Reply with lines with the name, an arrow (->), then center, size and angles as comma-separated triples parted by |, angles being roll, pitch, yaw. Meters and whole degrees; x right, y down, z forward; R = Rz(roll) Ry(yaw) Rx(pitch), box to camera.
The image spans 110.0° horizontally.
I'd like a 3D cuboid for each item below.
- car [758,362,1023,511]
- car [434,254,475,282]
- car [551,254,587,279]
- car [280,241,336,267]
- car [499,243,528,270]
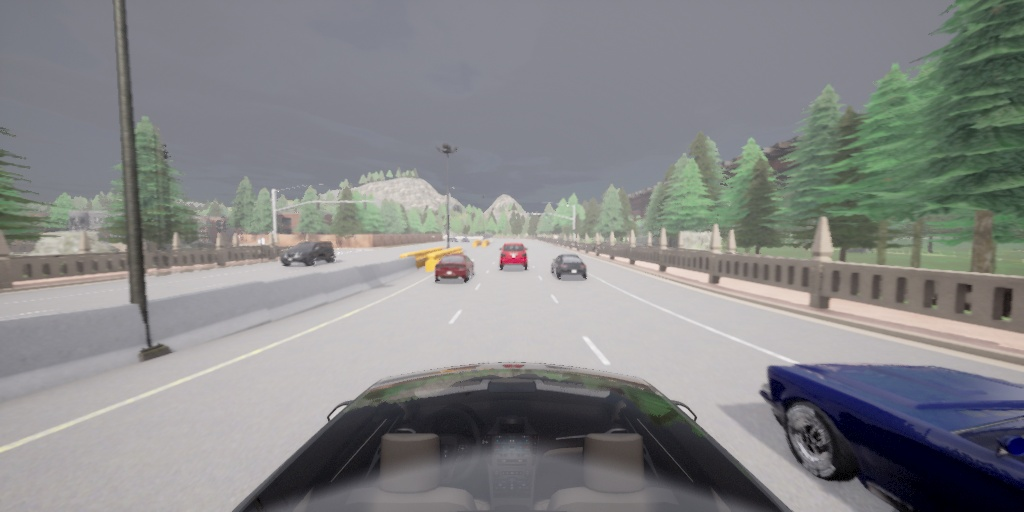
car -> 3.601, 1.338, 1.731 | 1.895, 1.301, 4.718 | 0, 0, 0
car -> -3.396, 0.608, 21.904 | 1.882, 1.535, 5.008 | 0, 4, 0
car -> 3.606, 0.583, 23.067 | 1.812, 1.442, 4.674 | 0, 4, 0
car -> -17.536, -0.227, 31.137 | 2.150, 2.045, 5.566 | 0, 3, 1
car -> 0.127, -0.069, 28.614 | 2.150, 2.045, 5.566 | 0, 4, 0
